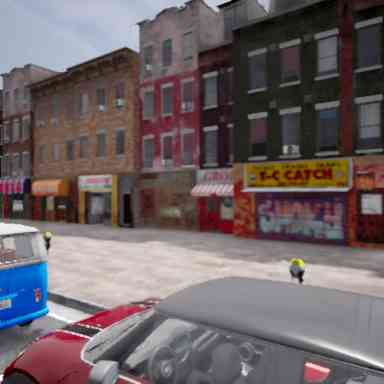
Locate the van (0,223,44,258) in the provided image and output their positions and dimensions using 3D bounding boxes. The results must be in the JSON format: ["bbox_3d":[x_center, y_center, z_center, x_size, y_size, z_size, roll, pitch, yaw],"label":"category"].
[{"bbox_3d":[-4.220,1.391,5.814,3.998,1.788,1.690,-1,0,35],"label":"van"}]

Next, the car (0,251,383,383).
[{"bbox_3d":[0.240,1.449,2.636,4.097,1.590,1.967,-1,0,35],"label":"car"}]
